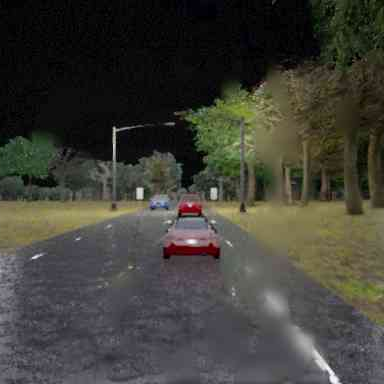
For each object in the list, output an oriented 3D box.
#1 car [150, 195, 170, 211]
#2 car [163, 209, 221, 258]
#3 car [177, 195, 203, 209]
[{"bbox_3d":[-3.958,1.329,42.014,2.150,2.045,5.566,0,-1,0],"label":"car"},{"bbox_3d":[-0.023,1.563,12.675,1.994,1.385,4.181,0,0,0],"label":"car"},{"bbox_3d":[-0.177,1.267,31.076,2.150,2.045,5.566,0,0,0],"label":"car"}]
